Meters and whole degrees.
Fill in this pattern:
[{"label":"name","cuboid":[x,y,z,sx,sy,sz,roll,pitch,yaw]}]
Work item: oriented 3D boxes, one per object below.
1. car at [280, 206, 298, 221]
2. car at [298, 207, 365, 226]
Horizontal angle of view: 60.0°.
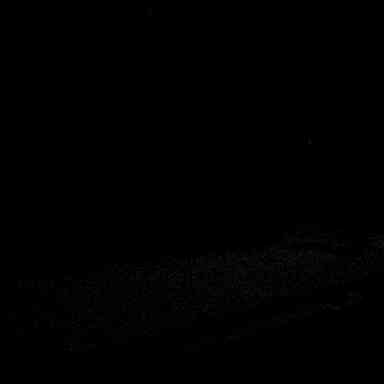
[{"label":"car","cuboid":[7.532,1.780,30.154,1.752,1.417,4.829,1,-1,-35]},{"label":"car","cuboid":[10.835,1.807,25.522,2.008,1.369,4.403,1,-1,-35]}]
